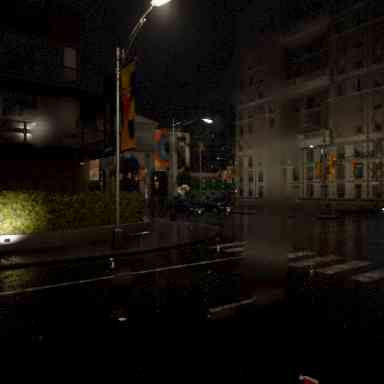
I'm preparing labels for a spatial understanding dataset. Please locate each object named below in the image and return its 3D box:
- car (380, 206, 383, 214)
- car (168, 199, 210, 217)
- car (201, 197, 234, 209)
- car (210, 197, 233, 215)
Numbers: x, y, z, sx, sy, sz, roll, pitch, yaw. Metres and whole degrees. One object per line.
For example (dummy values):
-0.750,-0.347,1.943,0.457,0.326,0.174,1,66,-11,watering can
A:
20.302,1.506,30.970,4.892,1.490,1.837,0,2,25,car
-0.655,1.526,32.093,1.812,1.442,4.674,0,0,-35,car
3.516,1.478,46.457,1.882,1.535,5.008,0,0,-35,car
2.136,1.491,34.211,2.128,1.511,4.902,0,0,-35,car
